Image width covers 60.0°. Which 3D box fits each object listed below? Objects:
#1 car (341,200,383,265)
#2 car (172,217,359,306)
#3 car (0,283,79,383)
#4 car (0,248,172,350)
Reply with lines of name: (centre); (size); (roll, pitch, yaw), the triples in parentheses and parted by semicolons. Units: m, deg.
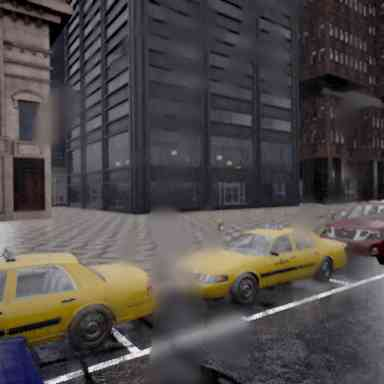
car: (6.493, 1.207, 11.266); (5.009, 1.841, 2.192); (-1, 0, -35)
car: (1.760, 1.470, 7.899); (4.829, 1.417, 1.752); (-1, 0, -35)
car: (-3.031, 1.618, 1.220); (4.718, 1.301, 1.895); (-1, 0, -35)
car: (-2.836, 1.523, 4.630); (4.829, 1.417, 1.752); (-1, 0, -35)
